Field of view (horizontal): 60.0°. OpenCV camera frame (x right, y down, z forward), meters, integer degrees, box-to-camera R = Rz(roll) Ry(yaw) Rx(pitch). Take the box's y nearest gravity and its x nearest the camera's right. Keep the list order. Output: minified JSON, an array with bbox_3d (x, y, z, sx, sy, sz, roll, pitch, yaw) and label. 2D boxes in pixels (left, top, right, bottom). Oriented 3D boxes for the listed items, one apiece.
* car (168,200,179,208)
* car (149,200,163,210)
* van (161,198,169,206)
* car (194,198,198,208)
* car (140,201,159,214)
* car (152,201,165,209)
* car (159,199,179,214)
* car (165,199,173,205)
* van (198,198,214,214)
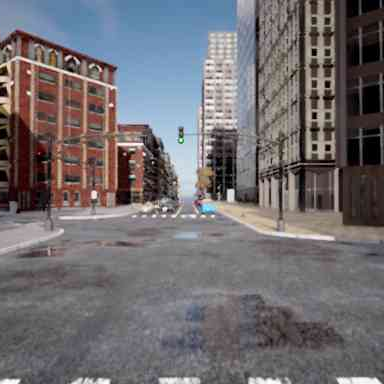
[{"bbox_3d":[-3.559,2.369,64.842,1.812,1.442,4.674,0,-1,0],"label":"car"},{"bbox_3d":[-5.983,2.140,55.277,1.967,1.590,4.097,0,-1,-1],"label":"car"},{"bbox_3d":[-6.244,2.363,77.483,1.690,1.788,3.998,0,-1,-1],"label":"van"},{"bbox_3d":[1.765,2.426,66.470,1.887,1.381,4.507,0,-1,-1],"label":"car"},{"bbox_3d":[-5.851,2.070,44.002,1.752,1.417,4.829,0,-1,-1],"label":"car"},{"bbox_3d":[-6.050,2.345,60.827,1.947,1.339,4.313,0,-1,-1],"label":"car"},{"bbox_3d":[-3.356,2.048,44.391,2.128,1.511,4.902,0,-1,1],"label":"car"},{"bbox_3d":[-6.443,2.729,94.131,1.967,1.590,4.097,0,-1,-1],"label":"car"},{"bbox_3d":[2.028,1.909,44.267,1.690,1.788,3.998,0,-1,-1],"label":"van"}]
